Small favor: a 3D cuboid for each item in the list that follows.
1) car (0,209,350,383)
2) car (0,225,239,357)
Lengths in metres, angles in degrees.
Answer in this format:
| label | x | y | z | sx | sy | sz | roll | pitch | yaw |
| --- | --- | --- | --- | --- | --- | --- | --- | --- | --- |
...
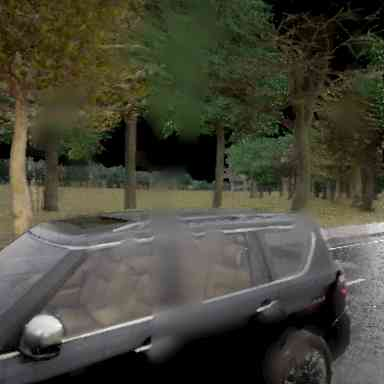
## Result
| label | x | y | z | sx | sy | sz | roll | pitch | yaw |
| --- | --- | --- | --- | --- | --- | --- | --- | --- | --- |
| car | -0.765 | 1.229 | 3.138 | 5.566 | 2.045 | 2.150 | 0 | 0 | -35 |
| car | -1.755 | 1.563 | 6.424 | 5.357 | 1.411 | 2.033 | 0 | 0 | -35 |
